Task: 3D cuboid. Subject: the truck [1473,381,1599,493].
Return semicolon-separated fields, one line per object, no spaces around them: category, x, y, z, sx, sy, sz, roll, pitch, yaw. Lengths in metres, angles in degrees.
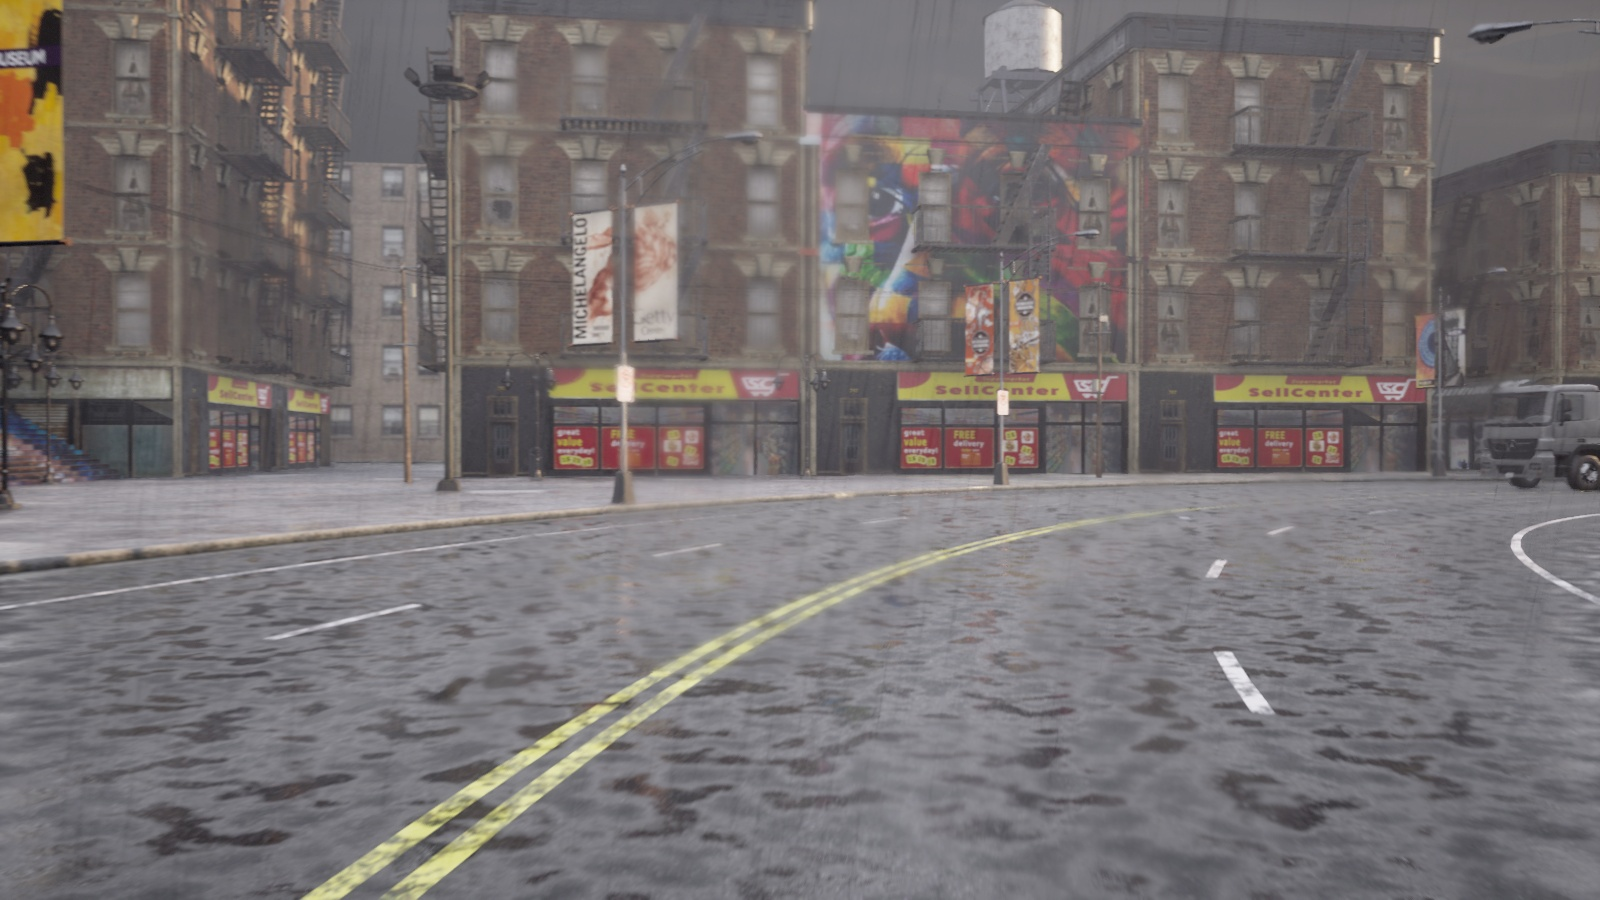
truck;26.499;-0.421;41.073;7.936;3.462;2.891;0;0;-13
